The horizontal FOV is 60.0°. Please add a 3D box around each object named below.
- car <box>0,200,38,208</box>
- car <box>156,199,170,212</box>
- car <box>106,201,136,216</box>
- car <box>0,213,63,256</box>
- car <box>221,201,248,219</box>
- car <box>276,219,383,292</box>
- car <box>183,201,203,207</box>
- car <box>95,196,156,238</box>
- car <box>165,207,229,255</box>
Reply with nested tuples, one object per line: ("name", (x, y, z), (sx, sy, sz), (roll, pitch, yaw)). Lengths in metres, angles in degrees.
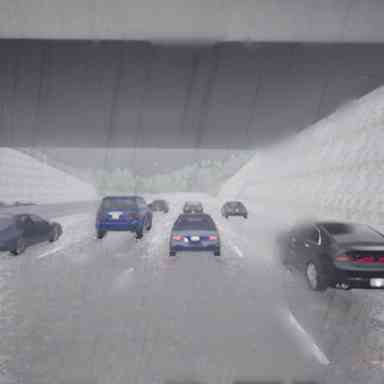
("car", (-17.598, 1.554, 33.790), (1.895, 1.301, 4.718), (0, 0, 0))
("car", (-3.418, 1.477, 35.343), (1.812, 1.442, 4.674), (0, 0, 0))
("car", (-6.901, 1.555, 32.787), (1.895, 1.301, 4.718), (0, 0, 0))
("car", (-6.899, 1.529, 13.006), (2.033, 1.411, 5.357), (0, 0, 0))
("car", (3.600, 1.508, 28.871), (2.033, 1.411, 5.357), (0, 0, 0))
("car", (3.601, 1.493, 8.842), (1.837, 1.490, 4.892), (0, 0, 0))
("car", (0.099, 1.555, 32.787), (1.895, 1.301, 4.718), (0, 0, 0))
("car", (-3.400, 1.197, 17.473), (2.150, 2.045, 5.566), (0, 0, 0))
("car", (0.101, 1.529, 13.157), (2.033, 1.411, 5.357), (0, 0, 0))
